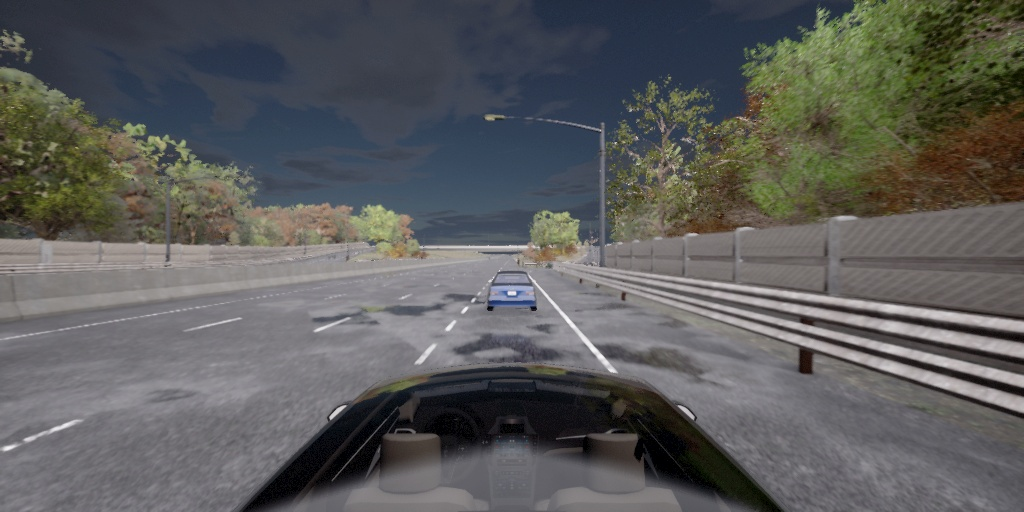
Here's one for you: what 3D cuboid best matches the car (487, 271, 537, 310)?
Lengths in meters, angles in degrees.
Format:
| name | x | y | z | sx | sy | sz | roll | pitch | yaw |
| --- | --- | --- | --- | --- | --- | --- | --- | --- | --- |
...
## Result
| name | x | y | z | sx | sy | sz | roll | pitch | yaw |
| --- | --- | --- | --- | --- | --- | --- | --- | --- | --- |
| car | -0.001 | 1.308 | 14.644 | 2.033 | 1.411 | 5.357 | 0 | 0 | 0 |
